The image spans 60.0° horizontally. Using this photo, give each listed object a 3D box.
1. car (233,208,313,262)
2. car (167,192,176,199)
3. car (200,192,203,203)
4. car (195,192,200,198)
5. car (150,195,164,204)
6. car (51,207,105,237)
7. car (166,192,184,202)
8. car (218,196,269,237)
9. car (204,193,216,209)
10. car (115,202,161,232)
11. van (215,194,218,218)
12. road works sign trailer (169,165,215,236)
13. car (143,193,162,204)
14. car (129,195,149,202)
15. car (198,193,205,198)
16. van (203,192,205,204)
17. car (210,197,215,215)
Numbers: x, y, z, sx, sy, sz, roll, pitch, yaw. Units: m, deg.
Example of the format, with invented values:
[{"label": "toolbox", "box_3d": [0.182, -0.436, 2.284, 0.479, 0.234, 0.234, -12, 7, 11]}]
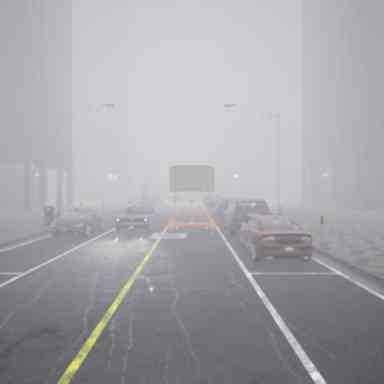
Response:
[{"label": "car", "box_3d": [2.766, 1.483, 11.695, 1.887, 1.381, 4.507, 0, 0, 0]}, {"label": "car", "box_3d": [-5.798, 0.857, 94.112, 2.192, 1.841, 5.009, 0, 0, 0]}, {"label": "car", "box_3d": [2.744, 1.054, 50.371, 2.192, 1.841, 5.009, 0, 0, 0]}, {"label": "car", "box_3d": [2.729, 0.880, 88.462, 2.192, 1.841, 5.009, 0, 0, 0]}, {"label": "car", "box_3d": [-5.785, 1.237, 55.736, 1.752, 1.417, 4.829, 0, 0, 0]}, {"label": "car", "box_3d": [-5.779, 1.460, 17.233, 2.008, 1.369, 4.403, 0, 0, 0]}, {"label": "car", "box_3d": [-3.020, 1.016, 61.329, 2.128, 1.511, 4.902, 0, 0, 0]}, {"label": "car", "box_3d": [2.763, 1.225, 17.219, 2.192, 1.841, 5.009, 0, 0, 0]}, {"label": "car", "box_3d": [2.751, 1.235, 39.321, 1.967, 1.590, 4.097, 0, 0, 0]}, {"label": "car", "box_3d": [-3.105, 1.499, 19.308, 1.895, 1.301, 4.718, 0, 0, 0]}, {"label": "van", "box_3d": [2.760, 1.222, 22.744, 1.690, 1.788, 3.998, 0, 0, 0]}, {"label": "road works sign trailer", "box_3d": [-0.007, 0.371, 17.681, 2.380, 3.560, 2.880, 0, 0, 0]}, {"label": "car", "box_3d": [-5.784, 1.081, 44.855, 2.192, 1.841, 5.009, 0, 0, 0]}, {"label": "car", "box_3d": [-5.782, 1.350, 33.637, 1.752, 1.417, 4.829, 0, 0, 0]}, {"label": "car", "box_3d": [2.728, 1.108, 94.107, 1.947, 1.339, 4.313, 0, 0, 0]}, {"label": "van", "box_3d": [2.748, 1.108, 44.845, 1.690, 1.788, 3.998, 0, 0, 0]}, {"label": "car", "box_3d": [2.758, 1.403, 28.271, 2.008, 1.369, 4.403, 0, 0, 0]}]
